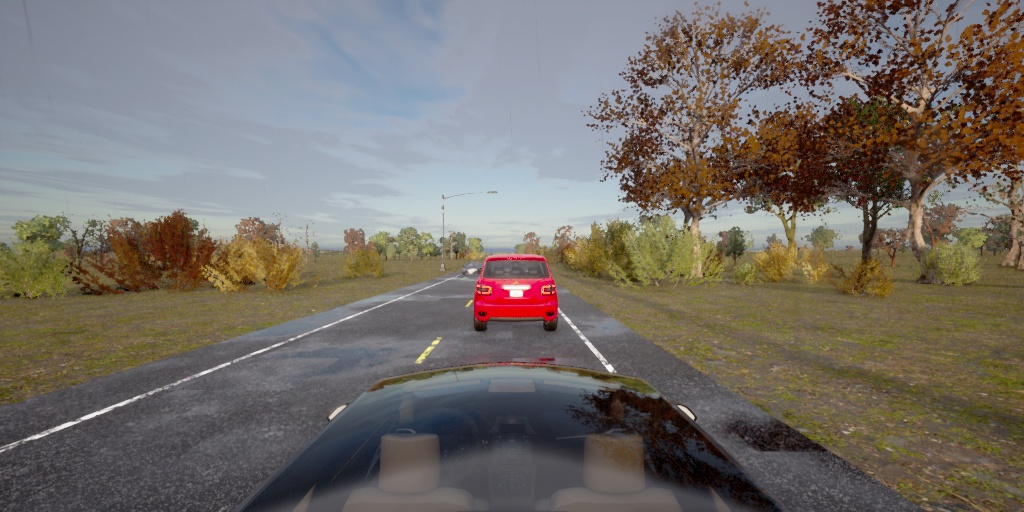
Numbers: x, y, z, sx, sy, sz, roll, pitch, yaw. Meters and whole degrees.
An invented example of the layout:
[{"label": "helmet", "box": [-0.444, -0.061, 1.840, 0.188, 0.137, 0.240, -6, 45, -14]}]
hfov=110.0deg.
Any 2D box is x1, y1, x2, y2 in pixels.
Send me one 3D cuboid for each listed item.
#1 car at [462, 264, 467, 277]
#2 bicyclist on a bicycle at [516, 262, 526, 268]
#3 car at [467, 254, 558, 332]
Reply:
[{"label": "car", "box": [-3.744, 1.230, 35.015, 2.128, 1.511, 4.902, 0, 0, 0]}, {"label": "bicyclist on a bicycle", "box": [0.857, 1.110, 30.227, 0.659, 1.776, 1.843, 0, 0, 0]}, {"label": "car", "box": [0.077, 0.968, 11.048, 2.150, 2.045, 5.566, 0, 0, -1]}]
